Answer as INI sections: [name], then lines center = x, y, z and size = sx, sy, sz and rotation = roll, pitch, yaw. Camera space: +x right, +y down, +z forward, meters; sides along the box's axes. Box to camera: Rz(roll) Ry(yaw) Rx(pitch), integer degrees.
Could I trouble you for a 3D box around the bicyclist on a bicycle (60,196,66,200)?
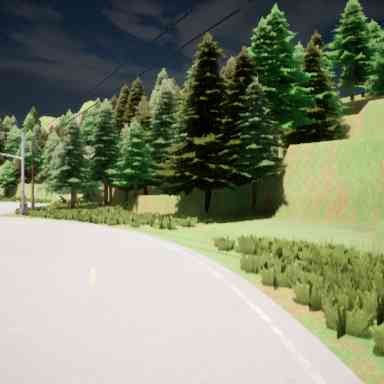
[bicyclist on a bicycle]
center = -18.090, 1.329, 46.355
size = 1.656, 1.620, 0.582
rotation = -4, 1, -14
